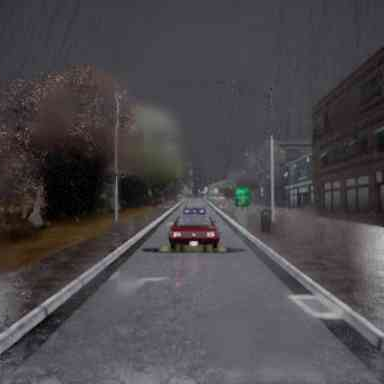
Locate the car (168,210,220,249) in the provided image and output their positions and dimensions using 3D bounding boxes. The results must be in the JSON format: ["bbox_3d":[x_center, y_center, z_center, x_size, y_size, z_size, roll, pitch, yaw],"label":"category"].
[{"bbox_3d":[0.095,1.611,14.129,1.895,1.301,4.718,0,-1,1],"label":"car"}]

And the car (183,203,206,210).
[{"bbox_3d":[0.227,1.610,29.165,1.895,1.301,4.718,0,0,1],"label":"car"}]
